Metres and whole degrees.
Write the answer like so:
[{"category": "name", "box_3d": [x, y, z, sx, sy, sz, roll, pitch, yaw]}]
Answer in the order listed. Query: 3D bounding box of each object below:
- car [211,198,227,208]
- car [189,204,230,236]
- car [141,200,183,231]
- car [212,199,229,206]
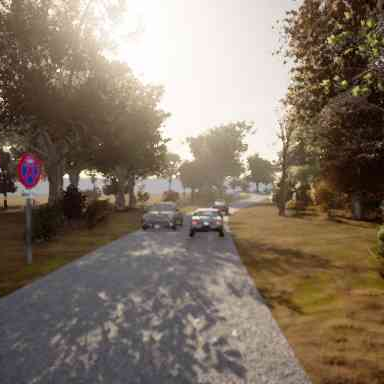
[{"category": "car", "box_3d": [5.068, 2.049, 62.010, 2.097, 1.767, 4.553, 2, 0, 14]}, {"category": "car", "box_3d": [0.901, 1.632, 18.913, 2.033, 1.411, 5.357, 0, -1, 5]}, {"category": "car", "box_3d": [-1.816, 1.444, 21.403, 2.097, 1.767, 4.553, 0, -1, 5]}, {"category": "car", "box_3d": [3.526, 1.927, 40.467, 1.812, 1.442, 4.674, 0, -1, 9]}]
